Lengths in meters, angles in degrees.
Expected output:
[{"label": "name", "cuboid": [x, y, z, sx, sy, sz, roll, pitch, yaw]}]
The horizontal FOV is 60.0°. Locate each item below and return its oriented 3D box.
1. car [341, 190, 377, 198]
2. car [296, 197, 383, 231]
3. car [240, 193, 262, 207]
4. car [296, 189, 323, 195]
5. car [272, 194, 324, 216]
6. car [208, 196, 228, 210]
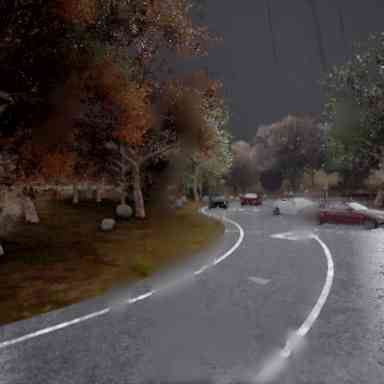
[{"label": "car", "cuboid": [25.338, 0.313, 50.767, 4.718, 1.301, 1.895, -1, 1, 6]}, {"label": "car", "cuboid": [8.482, 1.207, 18.330, 1.812, 1.442, 4.674, -2, 1, -41]}, {"label": "car", "cuboid": [6.807, 0.868, 38.193, 1.882, 1.535, 5.008, -1, 1, 19]}, {"label": "car", "cuboid": [18.770, 0.299, 53.412, 4.674, 1.442, 1.812, -2, 1, -12]}, {"label": "car", "cuboid": [7.862, 1.113, 24.854, 1.812, 1.442, 4.674, -2, 1, -23]}, {"label": "car", "cuboid": [2.750, 1.142, 34.732, 1.895, 1.301, 4.718, -1, 1, 7]}]
